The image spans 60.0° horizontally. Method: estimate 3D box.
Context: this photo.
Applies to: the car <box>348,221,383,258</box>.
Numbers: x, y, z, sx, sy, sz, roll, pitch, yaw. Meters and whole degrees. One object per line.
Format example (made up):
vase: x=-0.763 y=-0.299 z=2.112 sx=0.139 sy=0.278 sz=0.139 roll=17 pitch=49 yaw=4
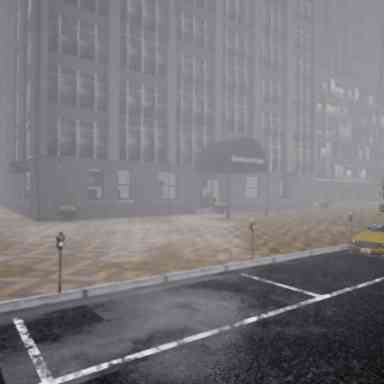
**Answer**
car: x=7.414 y=1.528 z=11.838 sx=4.829 sy=1.417 sz=1.752 roll=0 pitch=1 yaw=-35
